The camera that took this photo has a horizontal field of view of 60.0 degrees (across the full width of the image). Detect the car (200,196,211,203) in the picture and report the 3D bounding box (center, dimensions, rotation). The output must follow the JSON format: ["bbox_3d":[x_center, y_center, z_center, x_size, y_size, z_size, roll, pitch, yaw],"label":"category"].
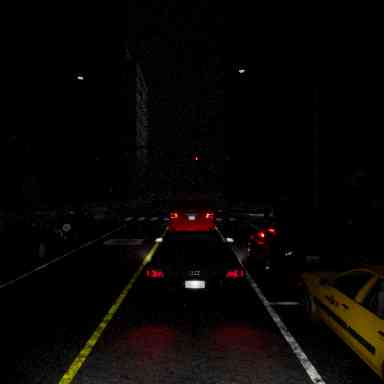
[{"bbox_3d":[2.751,1.571,68.816,2.008,1.369,4.403,0,0,0],"label":"car"}]

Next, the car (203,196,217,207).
[{"bbox_3d":[2.753,1.452,52.504,1.967,1.590,4.097,0,0,0],"label":"car"}]

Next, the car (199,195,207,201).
[{"bbox_3d":[2.748,1.556,85.299,1.752,1.417,4.829,0,0,0],"label":"car"}]

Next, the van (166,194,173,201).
[{"bbox_3d":[-5.778,1.372,85.128,1.690,1.788,3.998,0,0,0],"label":"van"}]

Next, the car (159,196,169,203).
[{"bbox_3d":[-5.775,1.602,68.815,1.802,1.307,4.206,0,0,0],"label":"car"}]

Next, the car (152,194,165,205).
[{"bbox_3d":[-5.773,1.329,57.940,2.192,1.841,5.009,0,0,0],"label":"car"}]

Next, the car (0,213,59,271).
[{"bbox_3d":[-5.765,1.545,9.618,1.887,1.381,4.507,0,0,0],"label":"car"}]

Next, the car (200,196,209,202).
[{"bbox_3d":[2.750,1.568,74.254,1.887,1.381,4.507,0,0,0],"label":"car"}]

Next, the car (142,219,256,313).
[{"bbox_3d":[0.058,1.564,7.749,1.994,1.385,4.181,0,0,0],"label":"car"}]

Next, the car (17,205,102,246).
[{"bbox_3d":[-5.766,1.441,15.075,1.967,1.590,4.097,0,0,0],"label":"car"}]

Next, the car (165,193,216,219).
[{"bbox_3d":[0.000,1.223,17.169,2.150,2.045,5.566,0,0,0],"label":"car"}]

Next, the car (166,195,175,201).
[{"bbox_3d":[-5.778,1.586,90.566,2.008,1.369,4.403,0,0,0],"label":"car"}]

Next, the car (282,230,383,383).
[{"bbox_3d":[2.761,1.525,4.335,1.752,1.417,4.829,0,0,0],"label":"car"}]

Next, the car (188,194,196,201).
[{"bbox_3d":[-0.015,1.389,89.001,2.097,1.767,4.553,0,0,0],"label":"car"}]

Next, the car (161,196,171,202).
[{"bbox_3d":[-5.776,1.549,74.083,1.752,1.417,4.829,0,0,0],"label":"car"}]

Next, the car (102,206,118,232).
[{"bbox_3d":[-5.767,1.527,20.362,1.752,1.417,4.829,0,0,0],"label":"car"}]

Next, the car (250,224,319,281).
[{"bbox_3d":[2.760,1.566,9.622,1.947,1.339,4.313,0,0,0],"label":"car"}]

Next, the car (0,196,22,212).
[{"bbox_3d":[-17.924,1.171,31.989,4.902,1.511,2.128,1,0,0],"label":"car"}]

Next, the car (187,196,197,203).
[{"bbox_3d":[-0.011,1.563,73.991,2.033,1.411,5.357,0,0,0],"label":"car"}]
